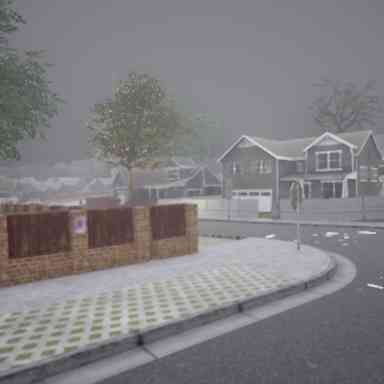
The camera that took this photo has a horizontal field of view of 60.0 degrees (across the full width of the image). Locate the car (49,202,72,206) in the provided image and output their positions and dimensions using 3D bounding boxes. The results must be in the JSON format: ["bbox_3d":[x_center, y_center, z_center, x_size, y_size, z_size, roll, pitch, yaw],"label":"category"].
[{"bbox_3d":[-13.066,1.699,33.044,1.812,1.442,4.674,-1,0,-38],"label":"car"}]

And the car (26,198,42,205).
[{"bbox_3d":[-22.233,1.646,46.740,1.882,1.535,5.008,-1,0,-29],"label":"car"}]
